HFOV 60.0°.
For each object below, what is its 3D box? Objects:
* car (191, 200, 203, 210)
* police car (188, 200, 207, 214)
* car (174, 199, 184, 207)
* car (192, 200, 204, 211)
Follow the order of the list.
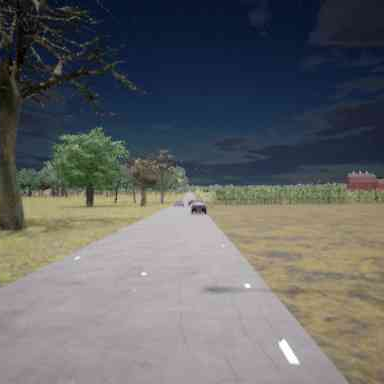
[{"bbox_3d":[0.833,2.217,57.607,1.882,1.535,5.008,0,-1,0],"label":"car"},{"bbox_3d":[0.830,1.906,41.713,1.930,1.638,5.238,0,-1,0],"label":"police car"},{"bbox_3d":[-2.740,2.355,71.023,2.097,1.767,4.553,0,-1,0],"label":"car"},{"bbox_3d":[0.832,2.094,51.794,1.801,1.575,5.366,0,-1,0],"label":"car"}]
